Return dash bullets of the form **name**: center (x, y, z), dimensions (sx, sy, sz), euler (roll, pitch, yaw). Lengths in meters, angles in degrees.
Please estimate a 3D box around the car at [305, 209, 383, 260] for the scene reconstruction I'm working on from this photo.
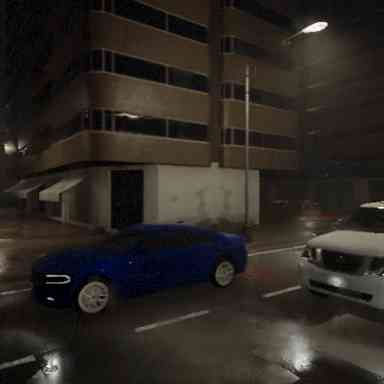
- **car**: center (7.032, 1.518, 13.283), dimensions (5.357, 1.411, 2.033), euler (0, 0, -35)

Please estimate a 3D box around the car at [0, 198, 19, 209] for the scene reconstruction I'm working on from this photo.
- **car**: center (-24.705, 1.485, 43.719), dimensions (2.033, 1.411, 5.357), euler (0, 0, 20)

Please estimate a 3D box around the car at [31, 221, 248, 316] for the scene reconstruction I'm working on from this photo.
- **car**: center (-0.941, 1.469, 7.646), dimensions (5.008, 1.535, 1.882), euler (0, 0, -35)

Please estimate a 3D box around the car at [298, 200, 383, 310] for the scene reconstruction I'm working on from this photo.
- **car**: center (4.763, 1.204, 7.370), dimensions (5.566, 2.045, 2.150), euler (0, 0, -35)
